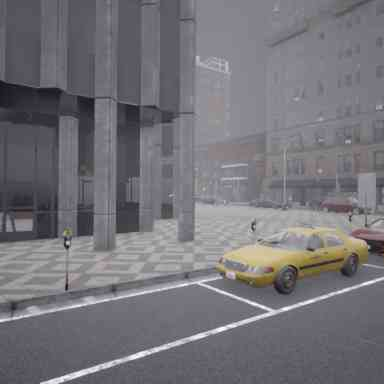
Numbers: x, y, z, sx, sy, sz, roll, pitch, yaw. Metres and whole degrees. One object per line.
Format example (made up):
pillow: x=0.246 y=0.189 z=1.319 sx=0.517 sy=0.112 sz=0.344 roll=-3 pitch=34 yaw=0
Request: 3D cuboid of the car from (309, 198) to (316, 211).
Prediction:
car: x=15.345 y=1.072 z=35.692 sx=2.150 sy=2.045 sz=5.566 roll=1 pitch=0 yaw=-35

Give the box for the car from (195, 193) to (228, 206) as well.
car: x=3.115 y=1.156 z=47.448 sx=2.128 sy=1.511 sz=4.902 roll=1 pitch=0 yaw=-35

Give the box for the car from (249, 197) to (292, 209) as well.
car: x=9.055 y=1.306 z=39.020 sx=2.033 sy=1.411 sz=5.357 roll=1 pitch=0 yaw=-36

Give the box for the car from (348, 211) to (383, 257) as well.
car: x=7.535 y=1.547 z=12.148 sx=4.507 sy=1.381 sz=1.887 roll=0 pitch=1 yaw=-36

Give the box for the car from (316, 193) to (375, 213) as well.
car: x=14.576 y=1.197 z=31.210 sx=2.097 sy=1.767 sz=4.553 roll=1 pitch=0 yaw=-35

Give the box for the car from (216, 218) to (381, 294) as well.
car: x=2.821 y=1.526 z=8.777 sx=4.829 sy=1.417 sz=1.752 roll=0 pitch=1 yaw=-36
